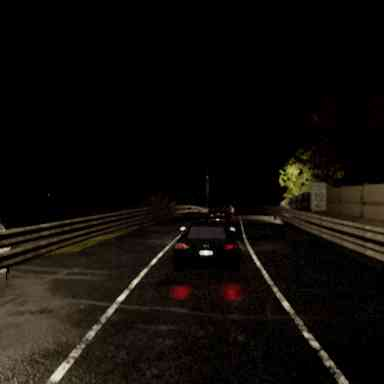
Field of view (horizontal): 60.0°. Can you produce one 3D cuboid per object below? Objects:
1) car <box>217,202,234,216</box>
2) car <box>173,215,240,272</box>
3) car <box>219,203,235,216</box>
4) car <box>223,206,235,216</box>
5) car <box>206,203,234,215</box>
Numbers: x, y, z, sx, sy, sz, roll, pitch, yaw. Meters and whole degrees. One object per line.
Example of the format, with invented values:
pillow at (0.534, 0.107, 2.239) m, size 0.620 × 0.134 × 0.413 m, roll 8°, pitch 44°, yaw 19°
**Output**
car at (4.481, 2.283, 44.141) m, size 2.097 × 1.767 × 4.553 m, roll 0°, pitch -3°, yaw 8°
car at (0.530, 1.682, 11.233) m, size 1.994 × 1.385 × 4.181 m, roll 0°, pitch -1°, yaw 4°
car at (5.269, 2.604, 49.749) m, size 2.097 × 1.767 × 4.553 m, roll 0°, pitch -4°, yaw 9°
car at (6.619, 3.383, 58.862) m, size 1.882 × 1.535 × 5.008 m, roll 0°, pitch -4°, yaw 9°
car at (2.096, 1.790, 25.715) m, size 1.837 × 1.490 × 4.892 m, roll 0°, pitch -1°, yaw 7°
